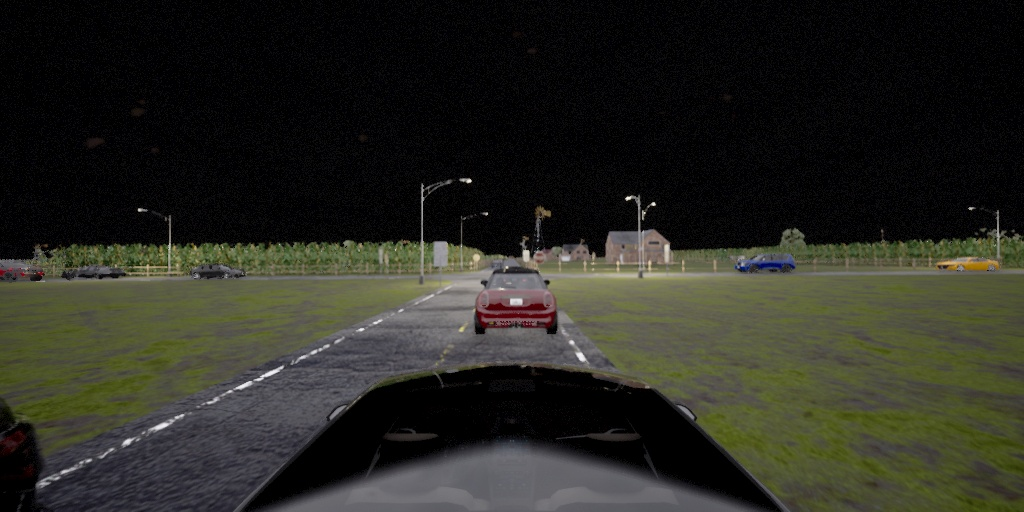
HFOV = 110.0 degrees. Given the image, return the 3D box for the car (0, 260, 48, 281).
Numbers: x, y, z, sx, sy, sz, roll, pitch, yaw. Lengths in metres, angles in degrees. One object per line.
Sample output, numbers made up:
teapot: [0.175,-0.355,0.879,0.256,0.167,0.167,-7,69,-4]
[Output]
car: [-51.700,1.505,36.738,5.566,2.045,2.150,-1,0,1]

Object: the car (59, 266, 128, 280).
car: [-45.914,1.804,39.422,5.357,1.411,2.033,-1,0,1]

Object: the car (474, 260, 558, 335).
car: [0.103,1.124,10.782,2.097,1.767,4.553,0,0,0]

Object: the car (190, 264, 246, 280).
car: [-29.627,1.593,36.249,4.892,1.490,1.837,0,0,1]

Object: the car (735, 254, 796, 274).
car: [26.922,0.818,38.189,5.566,2.045,2.150,0,0,1]

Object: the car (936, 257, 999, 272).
car: [47.802,0.888,37.734,5.008,1.535,1.882,0,0,1]
